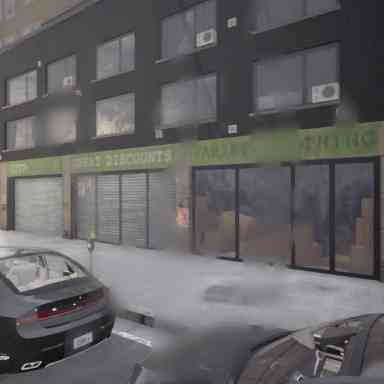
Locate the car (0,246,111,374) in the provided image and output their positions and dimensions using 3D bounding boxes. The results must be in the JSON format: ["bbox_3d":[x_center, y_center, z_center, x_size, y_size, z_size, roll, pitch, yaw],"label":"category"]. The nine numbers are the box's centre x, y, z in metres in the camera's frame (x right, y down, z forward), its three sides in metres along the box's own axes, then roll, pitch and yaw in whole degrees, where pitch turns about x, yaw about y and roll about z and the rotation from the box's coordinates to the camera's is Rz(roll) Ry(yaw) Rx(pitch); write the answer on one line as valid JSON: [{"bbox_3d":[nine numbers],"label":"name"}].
[{"bbox_3d":[-3.090,1.551,5.272,4.403,1.369,2.008,0,0,35],"label":"car"}]

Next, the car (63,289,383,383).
[{"bbox_3d":[1.417,1.551,2.077,4.403,1.369,2.008,0,0,35],"label":"car"}]
